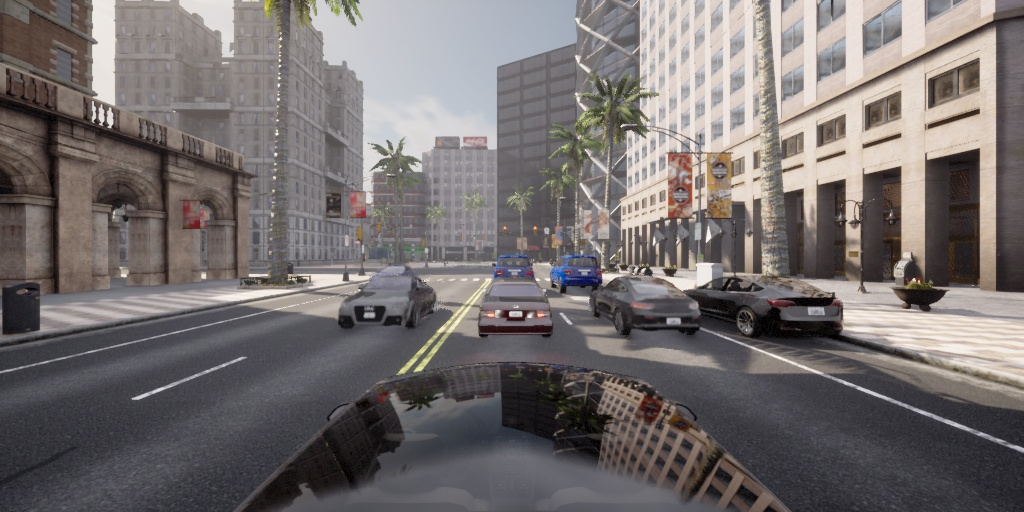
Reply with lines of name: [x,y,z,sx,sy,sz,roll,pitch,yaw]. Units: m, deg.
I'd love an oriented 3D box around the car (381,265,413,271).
car: [-7.097,1.275,22.057,1.812,1.442,4.674,0,0,0]

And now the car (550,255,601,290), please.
car: [3.547,0.971,20.601,2.150,2.045,5.566,0,0,-2]

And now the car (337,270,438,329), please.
car: [-3.620,1.314,11.106,1.994,1.385,4.181,0,0,0]

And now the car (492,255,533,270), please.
car: [0.048,0.971,20.467,2.150,2.045,5.566,0,0,-2]

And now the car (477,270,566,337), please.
car: [0.070,1.297,10.248,2.033,1.411,5.357,0,0,0]

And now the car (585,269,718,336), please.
car: [3.566,1.276,10.246,1.812,1.442,4.674,0,0,0]
